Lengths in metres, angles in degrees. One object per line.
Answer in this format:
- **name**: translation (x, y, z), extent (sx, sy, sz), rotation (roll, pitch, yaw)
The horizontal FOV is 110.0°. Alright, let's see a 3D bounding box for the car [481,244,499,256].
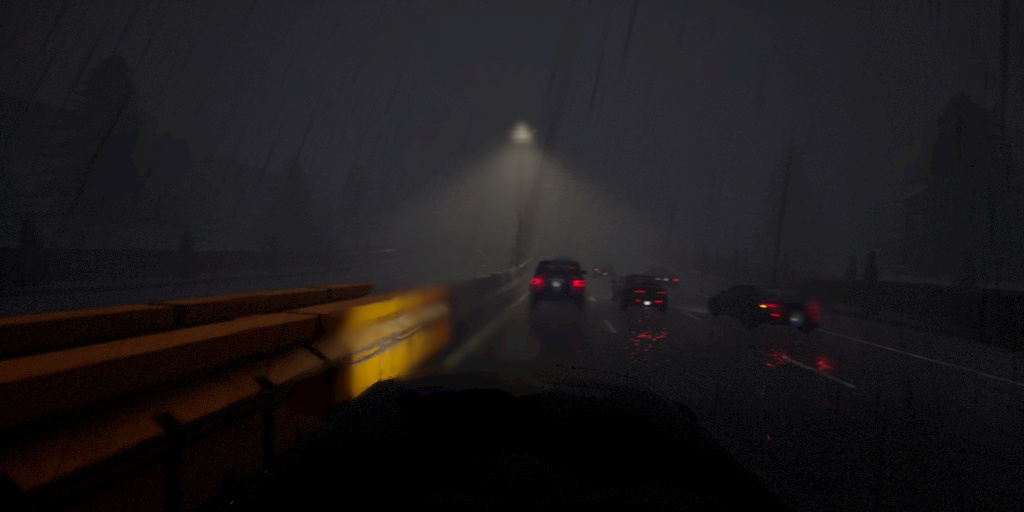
- **car**: translation (-3.138, -0.868, 51.605), extent (1.837, 1.490, 4.892), rotation (2, 6, 9)

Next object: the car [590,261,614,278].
- **car**: translation (8.130, 1.169, 32.016), extent (1.812, 1.442, 4.674), rotation (2, 4, 9)

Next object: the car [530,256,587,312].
- **car**: translation (2.126, 1.178, 15.978), extent (2.150, 2.045, 5.566), rotation (2, 0, 10)

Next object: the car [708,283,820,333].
- **car**: translation (8.685, 1.694, 12.749), extent (1.812, 1.442, 4.674), rotation (2, 0, 9)

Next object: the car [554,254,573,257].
- **car**: translation (4.328, 0.870, 30.326), extent (2.150, 2.045, 5.566), rotation (2, 3, 9)

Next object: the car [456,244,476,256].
- **car**: translation (-6.591, -1.014, 52.146), extent (1.882, 1.535, 5.008), rotation (2, 6, 9)

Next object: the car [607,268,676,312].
- **car**: translation (5.754, 1.587, 16.584), extent (1.837, 1.490, 4.892), rotation (2, 1, 9)

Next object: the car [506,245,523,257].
- **car**: translation (0.320, -0.730, 51.087), extent (1.812, 1.442, 4.674), rotation (2, 6, 9)

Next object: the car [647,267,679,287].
- **car**: translation (10.806, 1.544, 26.658), extent (2.033, 1.411, 5.357), rotation (2, 3, 9)
